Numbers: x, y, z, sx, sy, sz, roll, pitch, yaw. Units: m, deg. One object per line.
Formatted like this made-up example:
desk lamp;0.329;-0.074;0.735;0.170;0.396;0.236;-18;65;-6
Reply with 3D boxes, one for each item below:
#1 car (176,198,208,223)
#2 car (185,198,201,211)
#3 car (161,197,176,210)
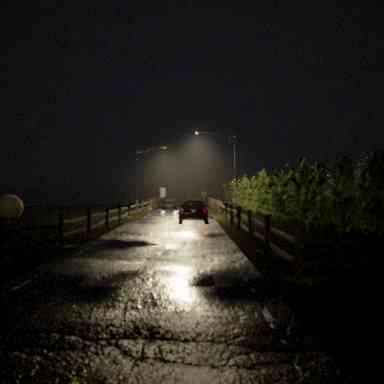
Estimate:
car;0.101;1.350;25.282;2.097;1.767;4.553;0;0;0
car;0.105;1.505;41.975;1.837;1.490;4.892;0;0;0
car;-2.834;1.478;42.947;1.882;1.535;5.008;0;0;0
